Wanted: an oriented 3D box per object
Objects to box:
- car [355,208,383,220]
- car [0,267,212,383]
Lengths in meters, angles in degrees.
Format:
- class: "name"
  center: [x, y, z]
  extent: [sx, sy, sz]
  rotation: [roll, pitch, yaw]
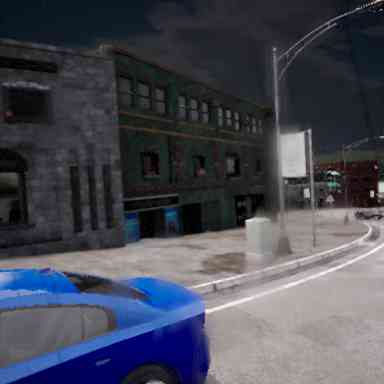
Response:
- class: "car"
  center: [20.807, 2.555, 39.287]
  extent: [2.033, 1.411, 5.357]
  rotation: [-3, -3, 11]
- class: "car"
  center: [-2.096, 1.502, 2.733]
  extent: [5.008, 1.535, 1.882]
  rotation: [0, 0, -38]
